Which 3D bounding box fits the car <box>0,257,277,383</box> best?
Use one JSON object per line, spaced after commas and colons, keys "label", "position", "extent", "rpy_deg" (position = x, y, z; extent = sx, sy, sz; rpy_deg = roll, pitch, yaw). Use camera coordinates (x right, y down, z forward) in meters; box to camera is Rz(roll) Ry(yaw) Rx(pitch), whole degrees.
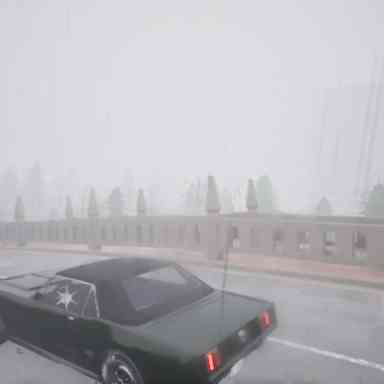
{"label": "car", "position": [-1.320, 1.672, 4.934], "extent": [4.718, 1.301, 1.895], "rpy_deg": [-2, -1, 35]}
